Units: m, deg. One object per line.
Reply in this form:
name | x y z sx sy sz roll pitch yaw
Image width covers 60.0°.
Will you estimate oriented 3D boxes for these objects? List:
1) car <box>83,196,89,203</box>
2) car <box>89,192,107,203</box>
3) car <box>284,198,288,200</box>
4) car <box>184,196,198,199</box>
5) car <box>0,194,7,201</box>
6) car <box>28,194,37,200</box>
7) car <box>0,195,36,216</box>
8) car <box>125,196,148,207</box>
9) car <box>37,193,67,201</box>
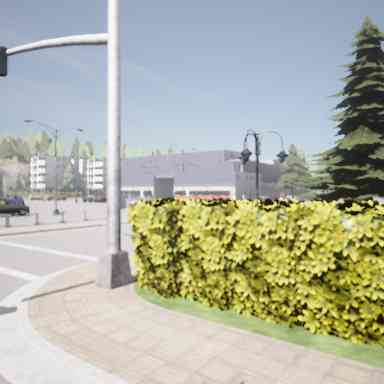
car | -18.011 0.981 60.809 1.905 1.878 3.866 0 0 36
car | -15.419 1.007 59.433 1.932 1.855 4.605 0 0 36
car | 12.782 1.374 42.942 1.895 1.301 4.718 0 0 35
car | -0.475 1.319 48.387 1.845 1.501 3.633 0 0 36
car | -40.845 1.157 68.308 2.007 1.523 4.514 0 0 36
car | -33.736 1.099 71.852 1.970 1.475 3.806 0 0 36
car | -15.786 1.284 27.331 2.007 1.523 4.514 0 0 36
car | -7.251 1.324 44.140 1.970 1.475 3.806 0 0 36
car | -28.356 1.032 68.338 2.152 1.636 5.027 0 0 36
